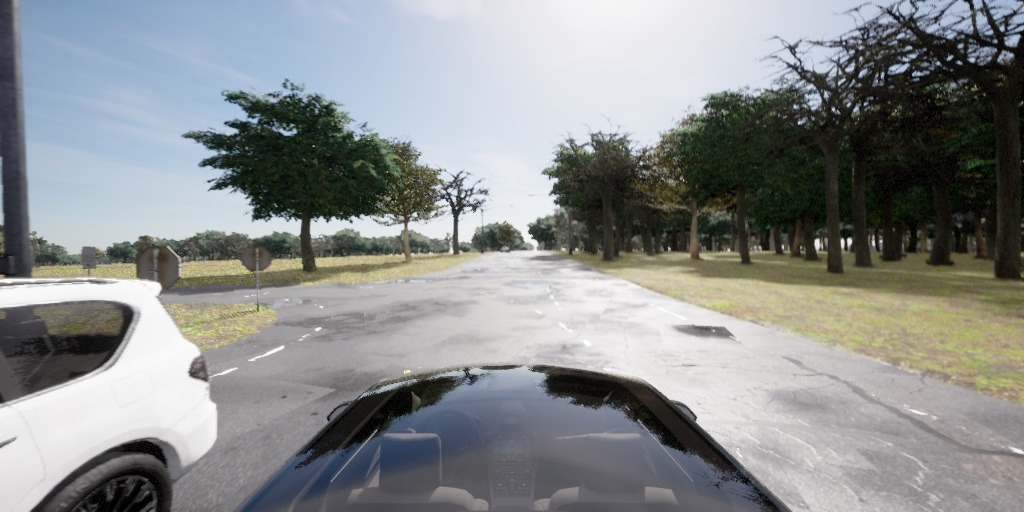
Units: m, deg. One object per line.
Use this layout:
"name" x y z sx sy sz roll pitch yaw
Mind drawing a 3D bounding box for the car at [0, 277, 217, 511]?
"car" -3.539 1.201 0.658 2.150 2.045 5.566 -1 1 0
